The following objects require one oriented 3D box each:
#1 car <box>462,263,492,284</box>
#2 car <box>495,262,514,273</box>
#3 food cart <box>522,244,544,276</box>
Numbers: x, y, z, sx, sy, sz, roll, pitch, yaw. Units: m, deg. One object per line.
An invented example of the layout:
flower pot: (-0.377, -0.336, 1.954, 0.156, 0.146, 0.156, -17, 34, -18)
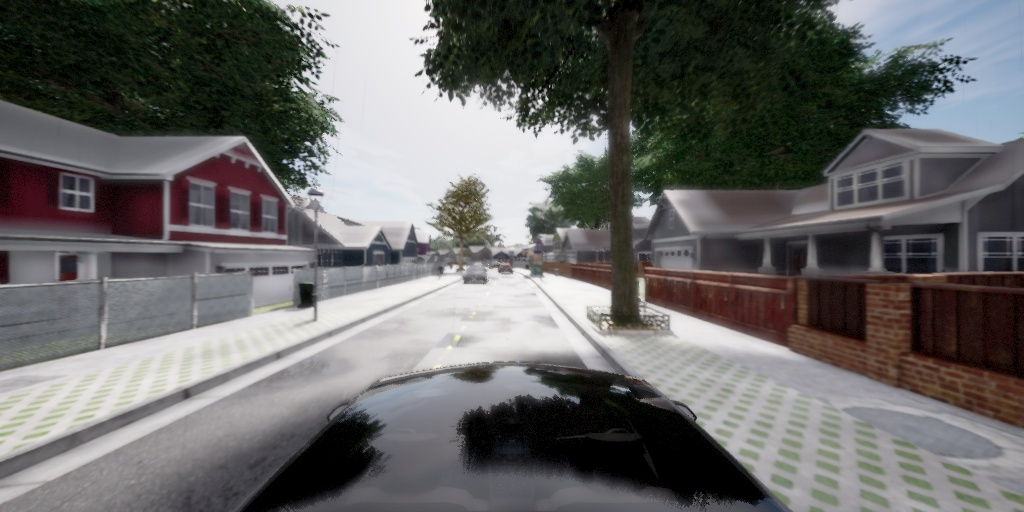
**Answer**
car: (-2.915, 1.506, 29.660, 1.812, 1.442, 4.674, 0, 0, -1)
car: (-0.950, 1.704, 50.573, 1.812, 1.442, 4.674, 0, -1, -5)
food cart: (2.662, 0.535, 40.449, 2.280, 3.560, 4.660, 0, 0, -3)
